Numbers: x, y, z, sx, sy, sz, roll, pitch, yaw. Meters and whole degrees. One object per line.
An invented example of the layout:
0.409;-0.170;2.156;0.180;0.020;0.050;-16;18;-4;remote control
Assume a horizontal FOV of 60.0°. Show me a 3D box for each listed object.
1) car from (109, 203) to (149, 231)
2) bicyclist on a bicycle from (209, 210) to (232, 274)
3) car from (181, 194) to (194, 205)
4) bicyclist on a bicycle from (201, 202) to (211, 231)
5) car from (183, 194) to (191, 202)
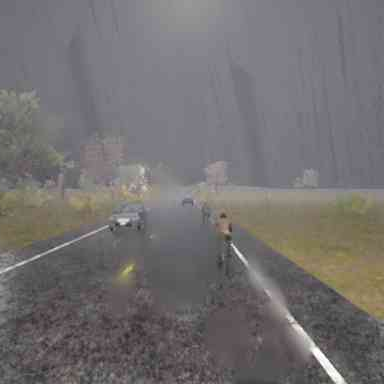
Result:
-3.773;1.441;20.468;2.128;1.511;4.902;0;0;-1;car
0.912;1.429;9.593;0.582;1.620;1.656;0;0;0;bicyclist on a bicycle
-0.681;1.361;55.537;1.837;1.490;4.892;0;0;-1;car
0.813;1.406;18.611;0.582;1.620;1.656;0;0;-1;bicyclist on a bicycle
-1.102;1.304;73.690;1.837;1.490;4.892;0;0;-1;car
